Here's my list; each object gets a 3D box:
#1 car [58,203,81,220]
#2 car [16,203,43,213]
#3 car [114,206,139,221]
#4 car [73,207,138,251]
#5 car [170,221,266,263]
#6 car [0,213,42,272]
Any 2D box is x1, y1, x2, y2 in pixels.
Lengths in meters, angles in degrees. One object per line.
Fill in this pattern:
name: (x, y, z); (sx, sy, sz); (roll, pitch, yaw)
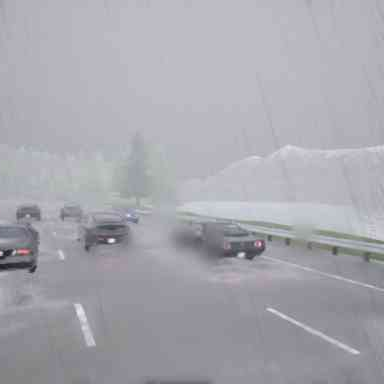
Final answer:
car: (-11.484, 1.766, 31.367); (2.128, 1.511, 4.902); (1, -1, -24)
car: (-14.632, 1.719, 29.835); (1.837, 1.490, 4.892); (1, 0, -24)
car: (-5.780, 1.840, 27.226); (2.033, 1.411, 5.357); (1, -1, -24)
car: (-4.111, 1.658, 15.144); (1.837, 1.490, 4.892); (1, -1, -24)
car: (0.718, 1.788, 12.934); (1.895, 1.301, 4.718); (1, -1, -24)
car: (-5.936, 1.619, 10.668); (2.033, 1.411, 5.357); (1, -1, -24)
